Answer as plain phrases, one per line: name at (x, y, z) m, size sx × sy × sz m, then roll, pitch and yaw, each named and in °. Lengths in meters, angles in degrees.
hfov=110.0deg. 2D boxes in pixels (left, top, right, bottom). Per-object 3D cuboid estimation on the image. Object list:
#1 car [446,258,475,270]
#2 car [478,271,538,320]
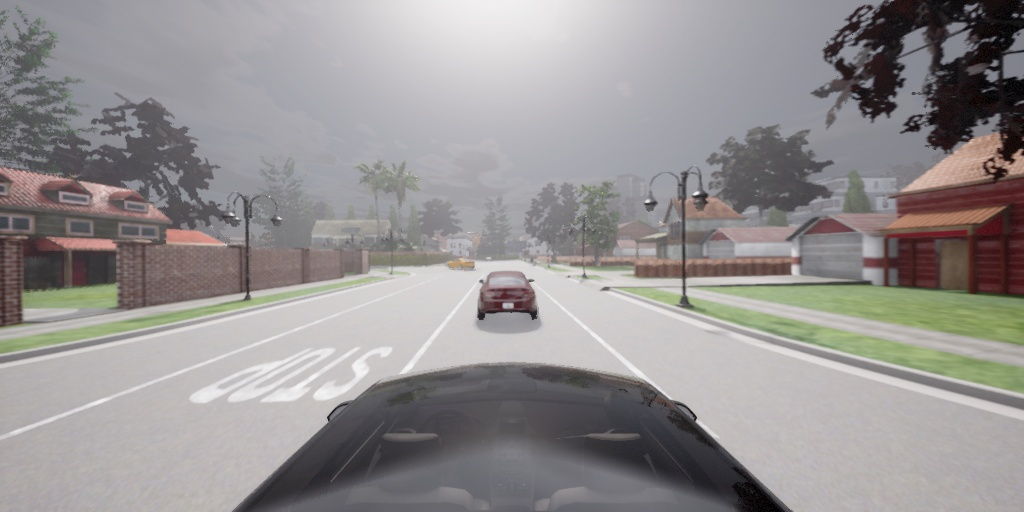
car at (-7.148, 1.060, 49.308) m, size 1.882 × 1.535 × 5.008 m, roll 0°, pitch 0°, yaw -44°
car at (-0.180, 1.231, 12.425) m, size 1.812 × 1.442 × 4.674 m, roll -1°, pitch 0°, yaw -2°
